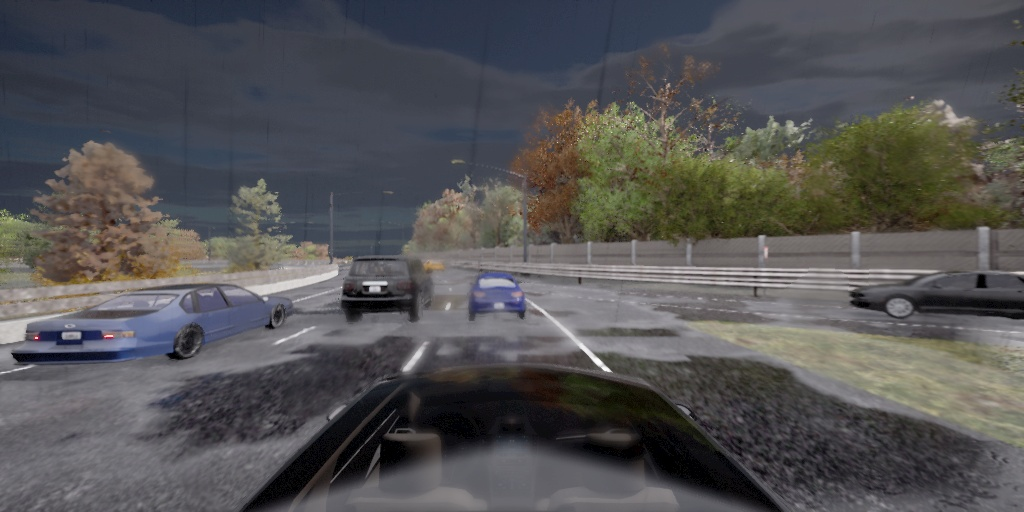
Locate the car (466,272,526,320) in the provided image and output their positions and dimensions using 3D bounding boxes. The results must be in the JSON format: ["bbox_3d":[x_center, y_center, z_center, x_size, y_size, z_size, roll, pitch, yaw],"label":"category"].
[{"bbox_3d":[-0.620,1.297,12.747,1.812,1.442,4.674,0,0,-6],"label":"car"}]

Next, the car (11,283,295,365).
[{"bbox_3d":[-7.312,1.341,8.313,2.033,1.411,5.357,0,0,-4],"label":"car"}]

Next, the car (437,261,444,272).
[{"bbox_3d":[-10.639,1.352,48.633,1.882,1.535,5.008,0,0,-24],"label":"car"}]

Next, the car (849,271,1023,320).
[{"bbox_3d":[13.736,1.210,11.070,4.892,1.490,1.837,0,0,33],"label":"car"}]

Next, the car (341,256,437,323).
[{"bbox_3d":[-4.082,1.007,12.537,2.150,2.045,5.566,0,0,-7],"label":"car"}]
